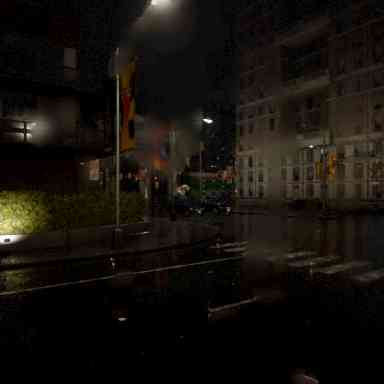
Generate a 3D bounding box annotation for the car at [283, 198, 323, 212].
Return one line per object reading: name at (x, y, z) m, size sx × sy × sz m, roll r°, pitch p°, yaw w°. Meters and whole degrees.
car at (12.946, 1.504, 39.149) m, size 1.837 × 1.490 × 4.892 m, roll 0°, pitch 0°, yaw -35°

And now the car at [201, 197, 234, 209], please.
car at (3.516, 1.478, 46.457) m, size 1.882 × 1.535 × 5.008 m, roll 0°, pitch 0°, yaw -35°

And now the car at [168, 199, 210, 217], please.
car at (-0.655, 1.526, 32.093) m, size 1.812 × 1.442 × 4.674 m, roll 0°, pitch 0°, yaw -35°

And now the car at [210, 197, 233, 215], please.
car at (2.136, 1.491, 34.211) m, size 2.128 × 1.511 × 4.902 m, roll 0°, pitch 0°, yaw -35°
